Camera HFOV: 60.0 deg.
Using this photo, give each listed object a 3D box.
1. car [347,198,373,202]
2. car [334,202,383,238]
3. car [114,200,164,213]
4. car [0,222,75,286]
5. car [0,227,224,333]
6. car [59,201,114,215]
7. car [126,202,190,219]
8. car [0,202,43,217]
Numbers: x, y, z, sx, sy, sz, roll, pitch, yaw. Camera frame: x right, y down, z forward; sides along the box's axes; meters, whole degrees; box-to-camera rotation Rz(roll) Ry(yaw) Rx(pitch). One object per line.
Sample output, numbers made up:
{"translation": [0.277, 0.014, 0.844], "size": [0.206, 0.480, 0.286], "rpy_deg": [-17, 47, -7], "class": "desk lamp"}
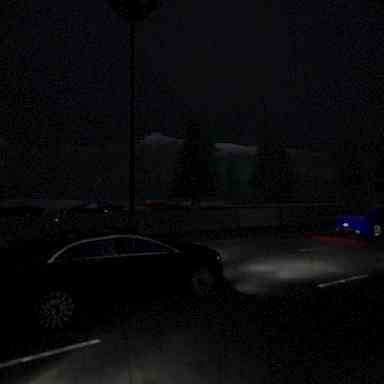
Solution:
{"translation": [23.275, 1.550, 46.370], "size": [4.181, 1.385, 1.994], "rpy_deg": [0, 0, -18], "class": "car"}
{"translation": [9.784, 1.473, 17.614], "size": [5.008, 1.535, 1.882], "rpy_deg": [0, 0, -28], "class": "car"}
{"translation": [-3.286, 1.436, 26.580], "size": [5.008, 1.535, 1.882], "rpy_deg": [0, 0, -30], "class": "car"}
{"translation": [-5.591, 1.578, 8.272], "size": [4.718, 1.301, 1.895], "rpy_deg": [0, 0, -35], "class": "car"}
{"translation": [-1.536, 1.479, 6.789], "size": [4.902, 1.511, 2.128], "rpy_deg": [0, 0, -35], "class": "car"}
{"translation": [-8.153, 1.495, 27.771], "size": [5.357, 1.411, 2.033], "rpy_deg": [0, 0, -32], "class": "car"}
{"translation": [-1.859, 1.566, 23.385], "size": [4.718, 1.301, 1.895], "rpy_deg": [0, 0, -30], "class": "car"}
{"translation": [-15.013, 1.535, 27.490], "size": [4.718, 1.301, 1.895], "rpy_deg": [0, 0, -34], "class": "car"}
